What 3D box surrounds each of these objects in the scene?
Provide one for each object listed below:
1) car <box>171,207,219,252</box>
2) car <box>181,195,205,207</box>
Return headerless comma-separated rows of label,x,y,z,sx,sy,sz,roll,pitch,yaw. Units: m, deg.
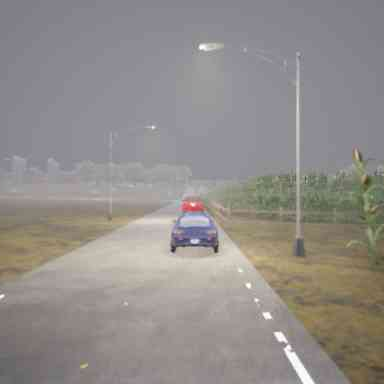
car,0.105,1.574,14.036,1.812,1.442,4.674,0,0,0
car,0.109,1.362,33.757,2.150,2.045,5.566,0,0,0
